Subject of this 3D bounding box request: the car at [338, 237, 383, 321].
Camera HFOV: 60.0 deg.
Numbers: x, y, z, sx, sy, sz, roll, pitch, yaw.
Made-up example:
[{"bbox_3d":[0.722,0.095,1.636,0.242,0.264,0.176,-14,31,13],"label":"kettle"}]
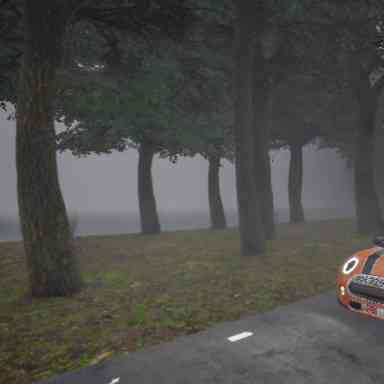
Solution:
[{"bbox_3d":[4.900,1.349,6.564,4.553,1.767,2.097,0,0,-35],"label":"car"}]
